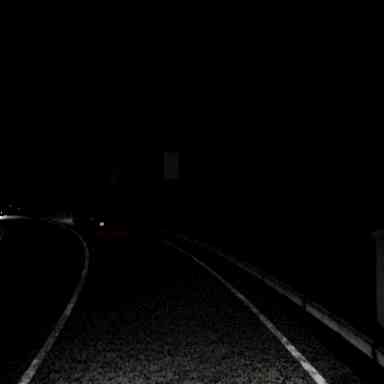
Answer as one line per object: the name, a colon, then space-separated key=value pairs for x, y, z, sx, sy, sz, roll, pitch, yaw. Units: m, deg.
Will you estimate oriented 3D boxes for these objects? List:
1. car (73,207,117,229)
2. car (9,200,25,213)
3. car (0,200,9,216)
car: x=-6.527 y=1.634 z=21.946 sx=1.895 sy=1.301 sz=4.718 roll=0 pitch=0 yaw=-30
car: x=-19.898 y=1.548 z=35.911 sx=4.674 sy=1.442 sz=1.812 roll=0 pitch=-1 yaw=35
car: x=-19.411 y=1.554 z=31.308 sx=4.181 sy=1.385 sz=1.994 roll=0 pitch=-1 yaw=39
